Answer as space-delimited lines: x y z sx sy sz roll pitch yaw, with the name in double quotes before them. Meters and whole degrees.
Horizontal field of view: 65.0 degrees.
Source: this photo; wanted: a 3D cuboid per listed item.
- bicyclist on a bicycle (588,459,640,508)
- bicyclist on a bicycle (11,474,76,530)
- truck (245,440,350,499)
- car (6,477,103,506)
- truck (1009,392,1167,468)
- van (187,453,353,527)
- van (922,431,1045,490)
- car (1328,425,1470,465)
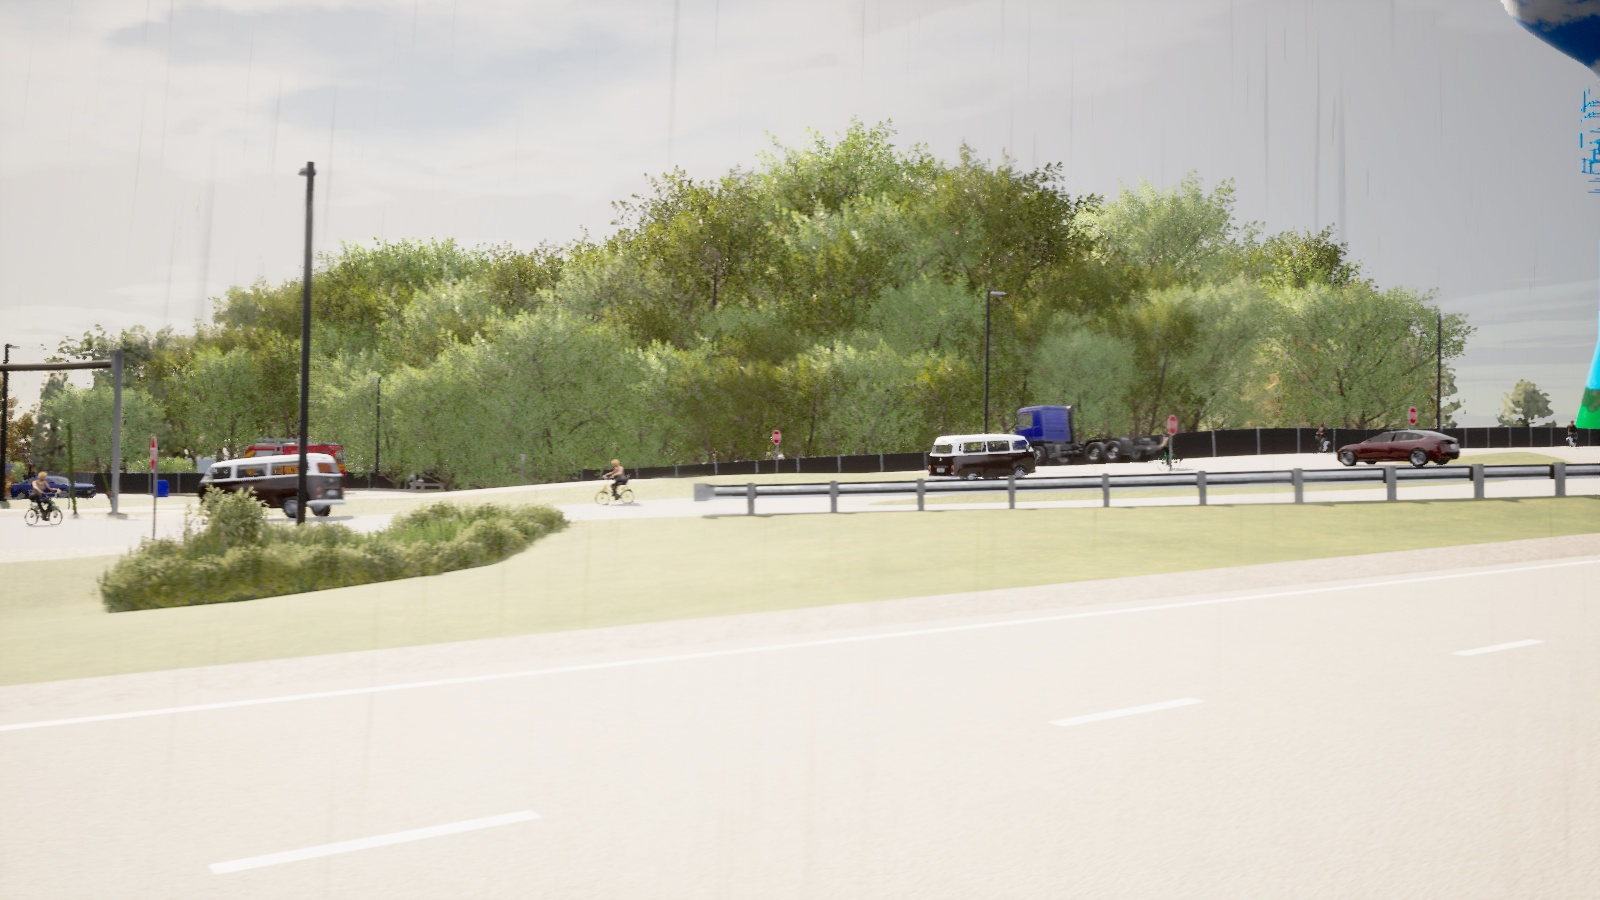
"bicyclist on a bicycle" -6.515 1.161 44.028 1.509 1.612 0.866 -3 1 -33
"bicyclist on a bicycle" -22.410 1.543 37.215 1.509 1.612 0.866 -1 -2 20
"truck" -34.451 1.318 86.572 2.891 3.827 8.468 -1 0 8
"car" -44.217 2.464 74.516 5.008 1.535 1.882 -2 -1 13
"truck" 15.336 -0.949 67.429 2.891 3.462 7.936 0 -3 -40
"van" -16.948 1.298 40.240 4.480 2.038 2.069 -4 -3 12
"van" 7.210 0.370 49.155 4.480 2.038 2.069 -4 2 -34
"car" 24.685 -0.191 51.916 2.163 1.488 4.792 -3 1 -36
